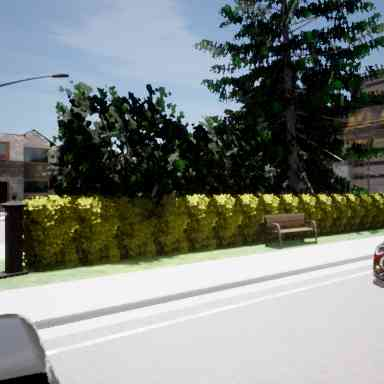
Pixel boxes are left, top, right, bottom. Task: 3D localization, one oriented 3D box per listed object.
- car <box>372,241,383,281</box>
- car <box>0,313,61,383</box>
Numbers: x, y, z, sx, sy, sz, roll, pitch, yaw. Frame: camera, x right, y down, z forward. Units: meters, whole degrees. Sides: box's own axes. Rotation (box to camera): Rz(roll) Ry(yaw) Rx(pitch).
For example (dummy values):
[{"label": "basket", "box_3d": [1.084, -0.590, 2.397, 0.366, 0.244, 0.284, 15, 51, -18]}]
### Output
[{"label": "car", "box_3d": [6.597, 1.351, 8.424, 4.553, 1.767, 2.097, 0, 0, -34]}, {"label": "car", "box_3d": [-3.473, 1.548, 1.605, 5.357, 1.411, 2.033, 0, 0, -34]}]
